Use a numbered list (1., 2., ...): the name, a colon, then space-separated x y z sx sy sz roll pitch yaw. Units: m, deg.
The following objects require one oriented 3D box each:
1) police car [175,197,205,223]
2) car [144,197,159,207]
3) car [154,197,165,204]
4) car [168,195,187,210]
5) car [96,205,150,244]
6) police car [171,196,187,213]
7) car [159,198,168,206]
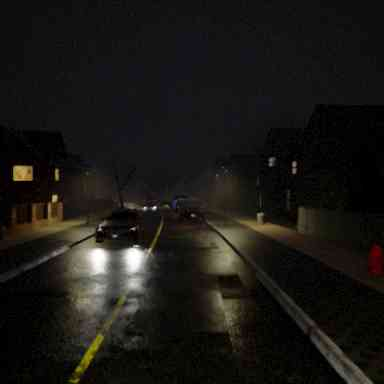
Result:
1. police car: -0.115 1.473 26.019 1.930 1.638 5.238 0 0 -4
2. car: -7.273 1.650 57.272 2.097 1.767 4.553 0 0 -8
3. car: -7.303 1.929 74.002 1.994 1.385 4.181 0 -1 -11
4. car: -1.561 1.370 41.979 2.150 2.045 5.566 0 0 -6
5. car: -3.268 1.547 16.010 1.812 1.442 4.674 0 0 -3
6. police car: -0.945 1.530 36.050 1.930 1.638 5.238 0 0 -5
7. car: -4.816 1.902 59.955 1.895 1.301 4.718 0 0 -10
